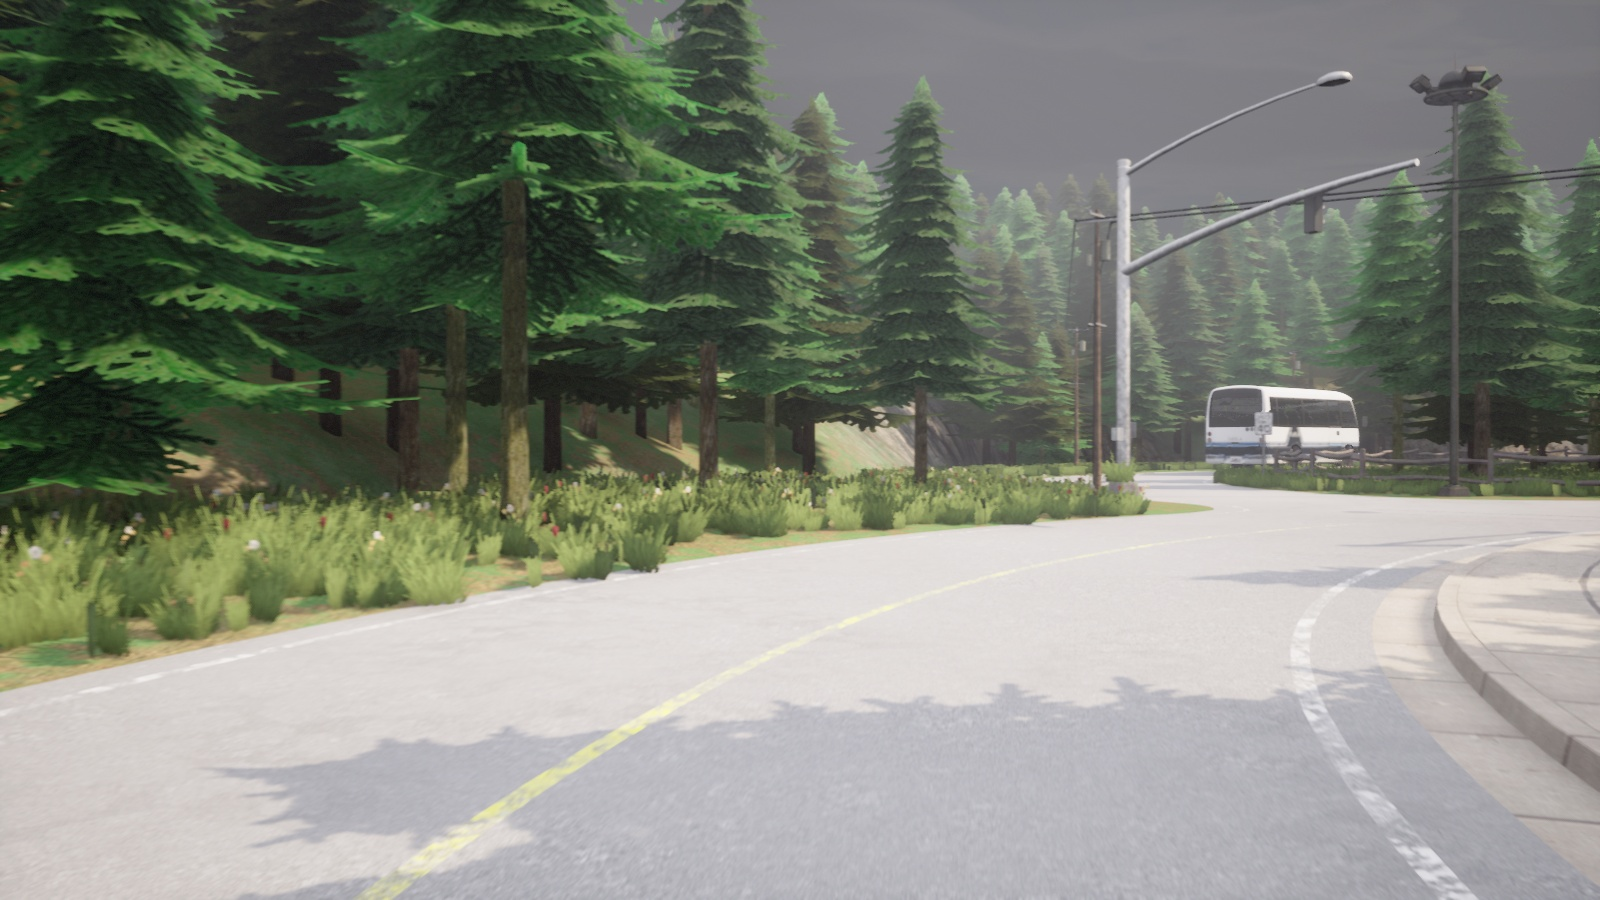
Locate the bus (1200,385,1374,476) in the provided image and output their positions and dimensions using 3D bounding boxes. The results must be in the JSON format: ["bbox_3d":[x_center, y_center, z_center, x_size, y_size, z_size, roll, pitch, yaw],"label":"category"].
[{"bbox_3d":[24.644,-0.915,63.174,10.273,4.253,3.944,0,0,-42],"label":"bus"}]
